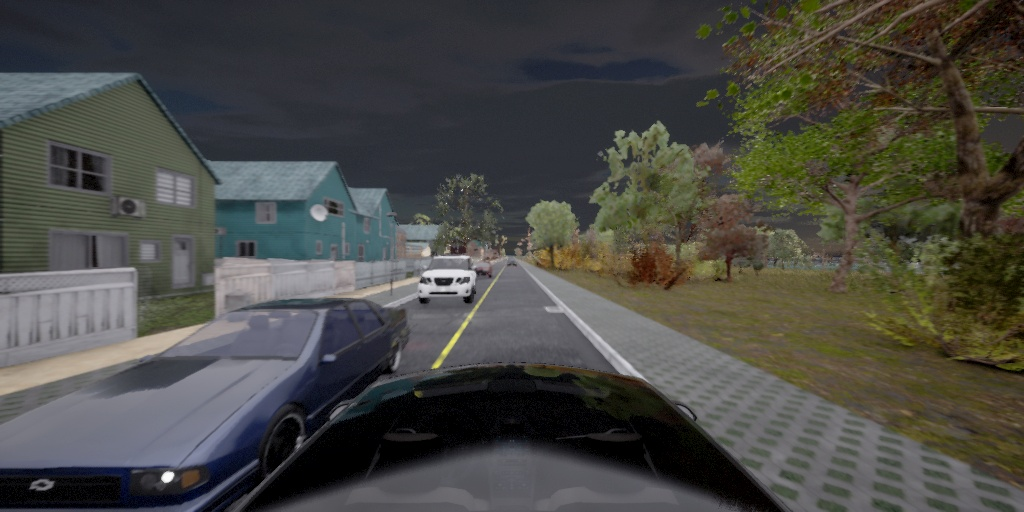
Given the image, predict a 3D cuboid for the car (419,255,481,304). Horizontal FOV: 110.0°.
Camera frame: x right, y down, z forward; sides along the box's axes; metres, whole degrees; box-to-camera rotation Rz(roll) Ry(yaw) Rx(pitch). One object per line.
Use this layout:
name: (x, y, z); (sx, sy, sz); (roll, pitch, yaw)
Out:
car: (-2.799, 0.974, 16.722); (2.150, 2.045, 5.566); (0, 0, -3)

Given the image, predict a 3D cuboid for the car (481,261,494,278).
car: (-2.753, 1.258, 33.711); (1.882, 1.535, 5.008); (0, 0, 0)

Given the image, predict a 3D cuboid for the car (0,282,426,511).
car: (-2.848, 1.298, 4.751); (2.033, 1.411, 5.357); (0, 0, 0)
